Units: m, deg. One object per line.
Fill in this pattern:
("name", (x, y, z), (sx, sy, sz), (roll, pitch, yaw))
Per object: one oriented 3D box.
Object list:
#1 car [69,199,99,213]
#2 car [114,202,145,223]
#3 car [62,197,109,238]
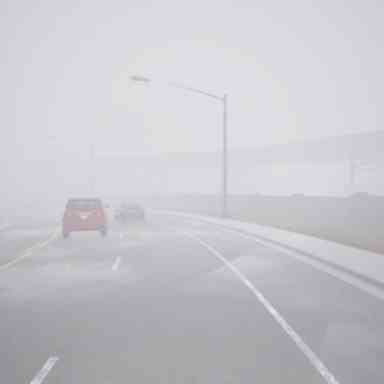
("car", (-13.391, 1.628, 40.897), (1.801, 1.575, 5.366), (-1, 0, -38))
("car", (-5.090, 1.573, 26.722), (2.128, 1.511, 4.902), (0, 0, -22))
("car", (-5.845, 1.299, 18.454), (2.150, 2.045, 5.566), (0, 0, -15))
